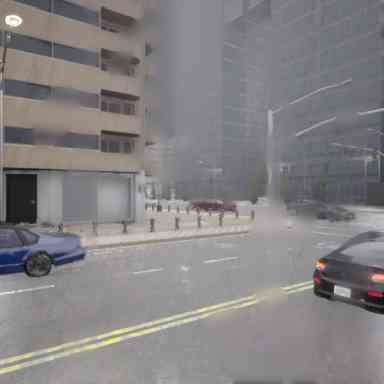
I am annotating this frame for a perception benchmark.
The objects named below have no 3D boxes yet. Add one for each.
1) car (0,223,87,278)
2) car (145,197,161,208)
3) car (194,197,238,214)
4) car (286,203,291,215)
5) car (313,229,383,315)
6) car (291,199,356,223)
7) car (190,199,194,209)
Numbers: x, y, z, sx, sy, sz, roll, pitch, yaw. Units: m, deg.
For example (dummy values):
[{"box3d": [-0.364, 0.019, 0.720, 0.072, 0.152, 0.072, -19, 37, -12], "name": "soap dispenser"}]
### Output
[{"box3d": [-5.573, 1.547, 8.599, 5.357, 1.411, 2.033, 0, 0, -36], "name": "car"}, {"box3d": [-6.206, 1.470, 47.994, 1.812, 1.442, 4.674, 0, 0, -35], "name": "car"}, {"box3d": [2.728, 1.422, 35.340, 1.882, 1.535, 5.008, 0, 0, -36], "name": "car"}, {"box3d": [10.828, 1.437, 30.164, 2.128, 1.511, 4.902, 0, 0, -36], "name": "car"}, {"box3d": [4.440, 1.526, 6.982, 4.674, 1.442, 1.812, 0, 0, -35], "name": "car"}, {"box3d": [10.103, 1.528, 25.253, 1.994, 1.385, 4.181, 0, 0, -36], "name": "car"}, {"box3d": [1.569, 1.448, 43.016, 1.837, 1.490, 4.892, 0, 0, -35], "name": "car"}]
